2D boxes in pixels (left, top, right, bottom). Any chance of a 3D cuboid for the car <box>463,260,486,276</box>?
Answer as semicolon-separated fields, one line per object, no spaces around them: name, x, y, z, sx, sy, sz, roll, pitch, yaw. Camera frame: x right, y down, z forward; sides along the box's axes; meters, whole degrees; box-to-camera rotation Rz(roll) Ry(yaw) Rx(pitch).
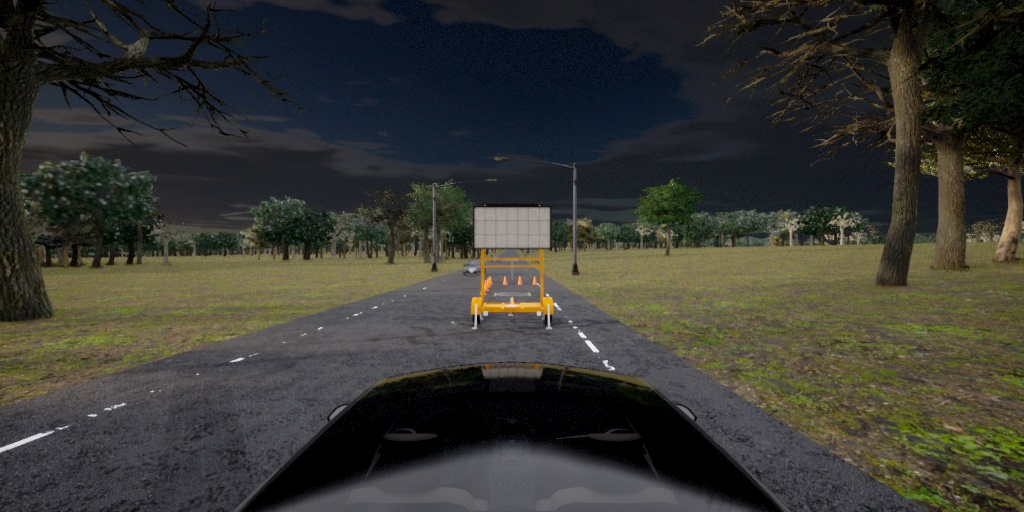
car;-3.562;1.113;34.382;2.128;1.511;4.902;0;0;0

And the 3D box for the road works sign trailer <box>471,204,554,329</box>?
road works sign trailer;0.011;0.197;11.145;2.380;3.560;2.880;0;0;0
